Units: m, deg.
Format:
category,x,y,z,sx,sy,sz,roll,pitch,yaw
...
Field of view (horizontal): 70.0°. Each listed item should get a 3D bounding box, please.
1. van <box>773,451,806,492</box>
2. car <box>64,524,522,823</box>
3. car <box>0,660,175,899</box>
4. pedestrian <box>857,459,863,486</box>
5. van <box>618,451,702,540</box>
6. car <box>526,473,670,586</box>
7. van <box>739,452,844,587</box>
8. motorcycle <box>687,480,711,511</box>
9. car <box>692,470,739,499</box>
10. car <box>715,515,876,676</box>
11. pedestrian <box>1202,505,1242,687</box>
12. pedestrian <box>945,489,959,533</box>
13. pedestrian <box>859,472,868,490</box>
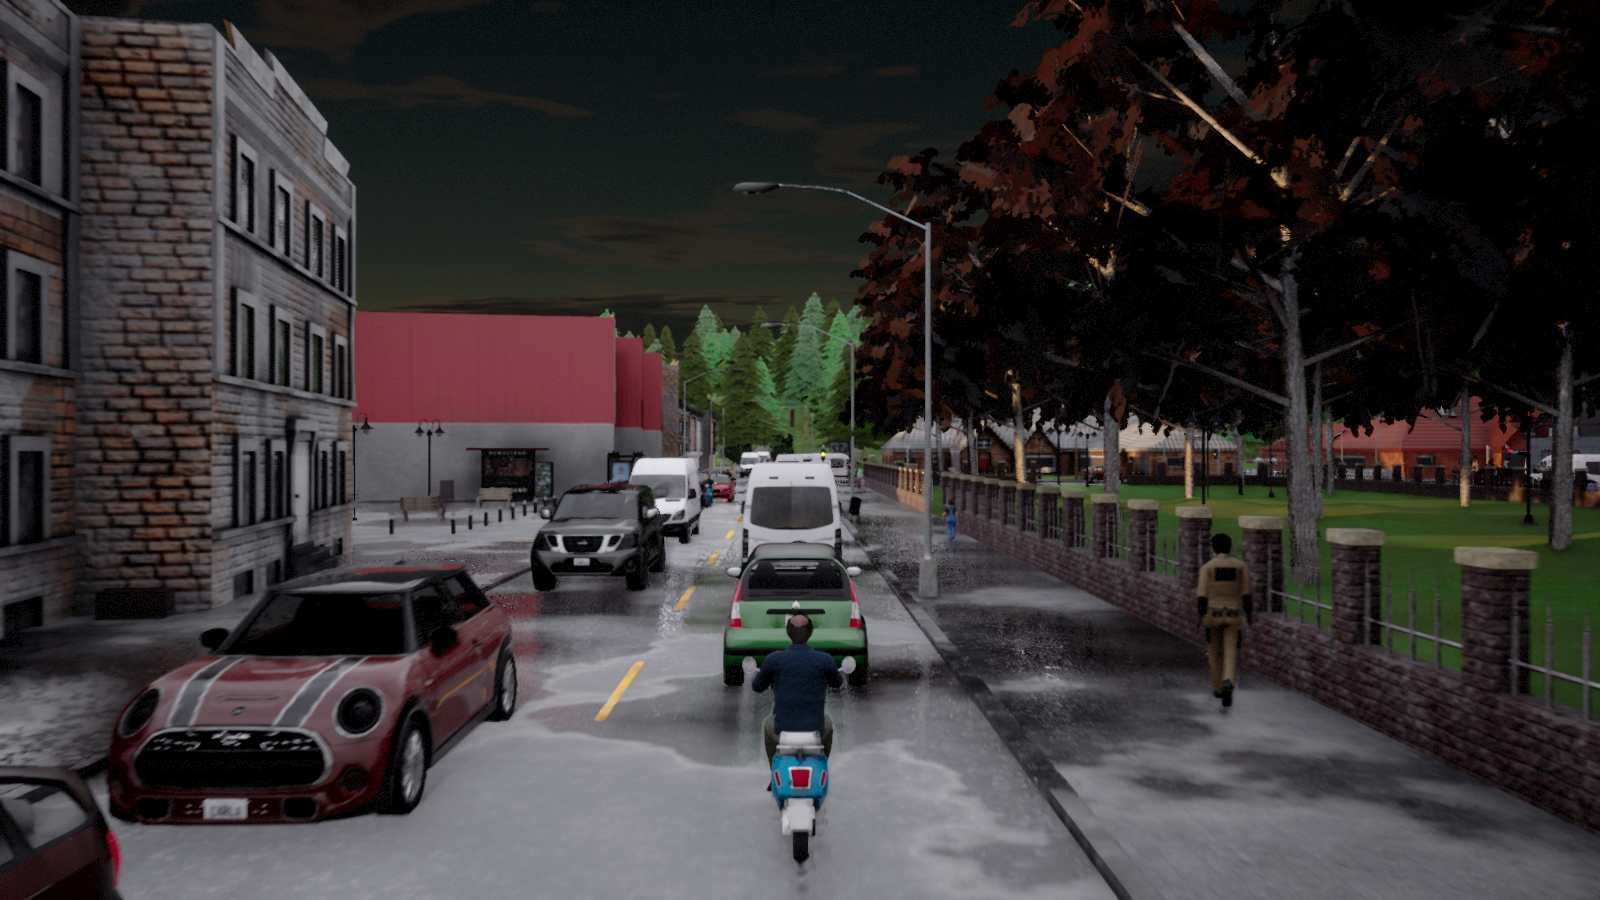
category,x,y,z,sx,sy,sz,roll,pitch,yaw
van,-0.675,1.326,73.286,1.988,2.561,5.915,0,0,-1
car,-4.057,1.687,10.170,2.097,1.767,4.553,0,0,-1
car,-3.955,1.807,3.770,1.789,1.549,3.705,0,0,-1
pedestrian,4.093,1.535,78.001,0.375,1.860,0.375,0,0,-1
van,-4.315,1.320,36.056,1.988,2.561,5.915,0,0,-1
car,-4.153,1.565,24.492,2.150,2.045,5.566,0,0,-1
van,-0.195,1.318,24.665,1.988,2.561,5.915,0,0,-1
motorcycle,-4.448,1.992,50.371,0.867,1.251,2.209,0,0,-1
car,-4.567,1.851,62.567,2.231,1.480,4.892,0,0,-1
car,-0.075,1.782,15.092,1.851,1.617,3.988,0,0,-1
pedestrian,4.462,1.527,12.092,0.375,1.860,0.375,0,0,16
pedestrian,4.513,1.811,33.953,0.375,1.300,0.375,0,0,0
pedestrian,3.892,1.915,70.417,0.500,1.100,0.500,0,0,-6
